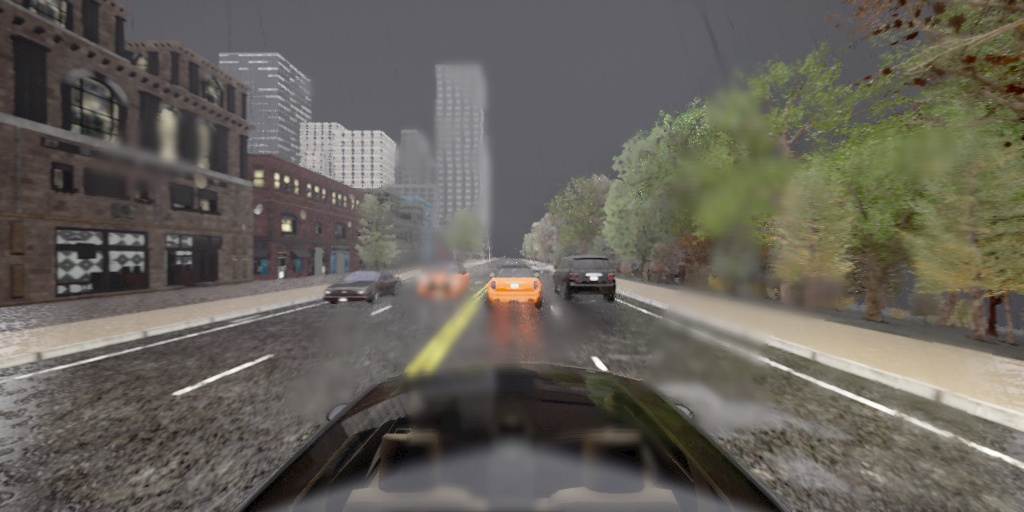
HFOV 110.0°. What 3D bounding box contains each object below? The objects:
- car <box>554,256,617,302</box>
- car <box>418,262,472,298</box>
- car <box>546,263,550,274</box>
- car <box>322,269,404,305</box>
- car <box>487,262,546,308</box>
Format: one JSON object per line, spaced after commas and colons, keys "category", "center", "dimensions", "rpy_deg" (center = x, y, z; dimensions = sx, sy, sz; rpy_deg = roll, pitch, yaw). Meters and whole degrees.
{"category": "car", "center": [3.350, 1.009, 17.304], "dimensions": [2.150, 2.045, 5.566], "rpy_deg": [0, 0, 0]}
{"category": "car", "center": [-3.349, 1.142, 18.590], "dimensions": [2.097, 1.767, 4.553], "rpy_deg": [0, 0, 0]}
{"category": "car", "center": [3.346, 1.443, 42.483], "dimensions": [1.895, 1.301, 4.718], "rpy_deg": [0, 0, 0]}
{"category": "car", "center": [-6.601, 1.332, 16.671], "dimensions": [2.033, 1.411, 5.357], "rpy_deg": [0, 0, 0]}
{"category": "car", "center": [0.099, 1.135, 15.408], "dimensions": [2.097, 1.767, 4.553], "rpy_deg": [0, 0, 0]}
